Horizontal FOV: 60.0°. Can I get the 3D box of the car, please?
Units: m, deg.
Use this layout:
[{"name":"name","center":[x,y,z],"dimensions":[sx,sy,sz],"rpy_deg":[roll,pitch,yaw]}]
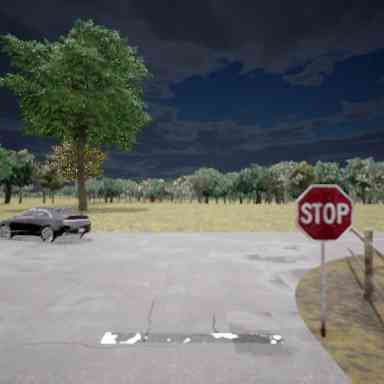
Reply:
[{"name":"car","center":[-7.000,1.476,15.634],"dimensions":[4.902,1.511,2.128],"rpy_deg":[-1,-2,27]}]
